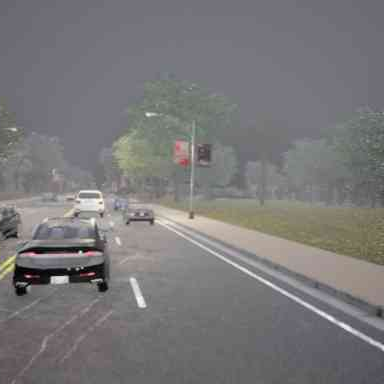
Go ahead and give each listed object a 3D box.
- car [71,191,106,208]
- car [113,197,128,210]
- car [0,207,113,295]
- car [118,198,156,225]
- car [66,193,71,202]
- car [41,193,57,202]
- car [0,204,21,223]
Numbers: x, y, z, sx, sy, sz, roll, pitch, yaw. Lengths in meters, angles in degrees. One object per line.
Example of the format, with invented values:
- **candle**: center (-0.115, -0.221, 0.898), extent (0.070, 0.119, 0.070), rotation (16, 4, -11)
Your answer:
- **car**: center (-8.256, 0.920, 26.984), extent (2.150, 2.045, 5.566), rotation (2, 0, -16)
- **car**: center (-7.791, 1.254, 37.195), extent (2.033, 1.411, 5.357), rotation (2, 0, -15)
- **car**: center (-3.079, 1.374, 8.449), extent (2.128, 1.511, 4.902), rotation (2, 0, -16)
- **car**: center (-3.688, 1.381, 22.609), extent (2.033, 1.411, 5.357), rotation (2, 0, -15)
- **car**: center (-19.362, 0.872, 54.070), extent (1.882, 1.535, 5.008), rotation (2, 0, -15)
- **car**: center (-22.059, 0.842, 51.619), extent (1.812, 1.442, 4.674), rotation (2, 0, -15)
- **car**: center (-7.816, 1.227, 12.584), extent (2.128, 1.511, 4.902), rotation (2, 0, -16)
